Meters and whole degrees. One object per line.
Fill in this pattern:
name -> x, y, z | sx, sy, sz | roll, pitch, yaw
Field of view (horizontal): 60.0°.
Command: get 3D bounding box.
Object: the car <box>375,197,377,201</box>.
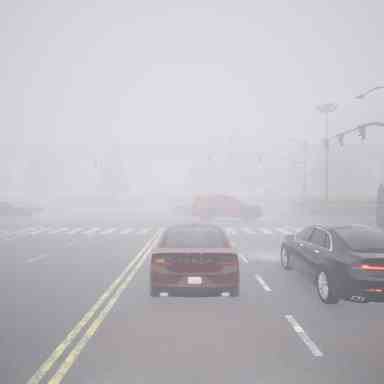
car -> 25.897, 1.505, 47.083 | 4.892, 1.490, 1.837 | 0, 0, 0

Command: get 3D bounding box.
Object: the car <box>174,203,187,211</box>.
car -> 0.875, 1.547, 32.974 | 5.357, 1.411, 2.033 | 0, 0, 0

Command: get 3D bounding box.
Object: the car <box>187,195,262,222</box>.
car -> 2.609, 1.221, 25.967 | 5.566, 2.045, 2.150 | 0, 0, 0

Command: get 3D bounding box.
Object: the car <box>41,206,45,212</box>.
car -> -17.630, 1.547, 33.045 | 5.357, 1.411, 2.033 | 0, 0, 0

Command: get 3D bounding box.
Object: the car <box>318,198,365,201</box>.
car -> 17.979, 1.564, 40.108 | 4.181, 1.385, 1.994 | 0, 0, 0

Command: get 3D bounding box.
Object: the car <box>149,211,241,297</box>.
car -> 0.058, 1.478, 8.614 | 1.882, 1.535, 5.008 | 0, 0, 0

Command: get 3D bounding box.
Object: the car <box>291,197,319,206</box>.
car -> 16.576, 1.505, 47.112 | 4.892, 1.490, 1.837 | 0, 0, 0

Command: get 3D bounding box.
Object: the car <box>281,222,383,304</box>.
car -> 3.556, 1.505, 8.101 | 1.837, 1.490, 4.892 | 0, 0, 0

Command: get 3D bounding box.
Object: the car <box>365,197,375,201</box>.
car -> 20.495, 1.547, 43.598 | 5.357, 1.411, 2.033 | 0, 0, 0

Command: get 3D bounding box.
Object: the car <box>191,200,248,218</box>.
car -> 2.368, 1.505, 29.467 | 4.892, 1.490, 1.837 | 0, 0, 0

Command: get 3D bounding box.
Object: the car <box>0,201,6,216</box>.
car -> -18.054, 1.223, 25.912 | 5.566, 2.045, 2.150 | 0, 0, 3

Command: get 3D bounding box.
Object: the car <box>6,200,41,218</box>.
car -> -16.398, 1.526, 29.540 | 4.674, 1.442, 1.812 | 0, 0, 0
